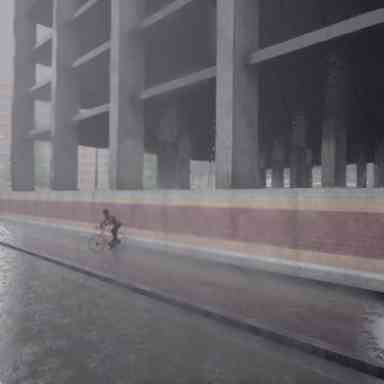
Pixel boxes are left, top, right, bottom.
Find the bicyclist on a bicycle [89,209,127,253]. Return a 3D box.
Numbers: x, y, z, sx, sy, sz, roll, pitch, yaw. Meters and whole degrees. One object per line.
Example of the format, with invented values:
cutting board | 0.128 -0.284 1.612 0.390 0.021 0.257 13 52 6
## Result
bicyclist on a bicycle | -3.178 1.474 12.721 0.582 1.620 1.656 0 -1 45
